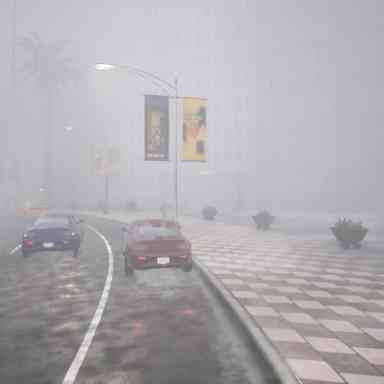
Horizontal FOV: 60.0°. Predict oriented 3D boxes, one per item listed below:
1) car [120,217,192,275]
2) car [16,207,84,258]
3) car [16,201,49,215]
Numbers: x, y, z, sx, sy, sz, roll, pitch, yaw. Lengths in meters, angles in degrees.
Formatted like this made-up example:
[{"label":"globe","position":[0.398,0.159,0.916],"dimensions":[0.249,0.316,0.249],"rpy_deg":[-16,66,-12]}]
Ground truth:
[{"label":"car","position":[-1.227,1.524,10.446],"dimensions":[1.812,1.442,4.674],"rpy_deg":[0,0,-13]},{"label":"car","position":[-5.234,1.521,12.816],"dimensions":[1.812,1.442,4.674],"rpy_deg":[0,0,-16]},{"label":"car","position":[-13.072,1.465,27.418],"dimensions":[1.882,1.535,5.008],"rpy_deg":[0,0,-38]}]
